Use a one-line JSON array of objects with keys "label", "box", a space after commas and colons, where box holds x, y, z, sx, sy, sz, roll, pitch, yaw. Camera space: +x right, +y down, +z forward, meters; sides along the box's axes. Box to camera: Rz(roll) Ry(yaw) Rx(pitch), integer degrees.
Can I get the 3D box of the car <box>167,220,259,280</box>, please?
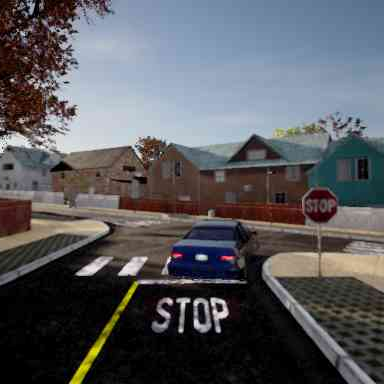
[{"label": "car", "box": [0.874, 1.551, 10.059, 2.033, 1.411, 5.357, 0, 0, 15]}]
